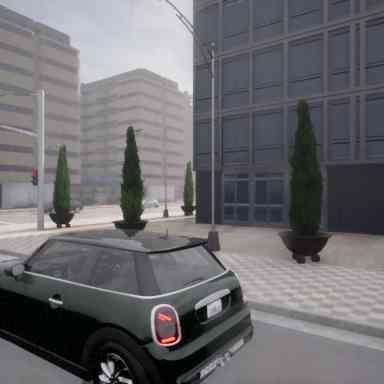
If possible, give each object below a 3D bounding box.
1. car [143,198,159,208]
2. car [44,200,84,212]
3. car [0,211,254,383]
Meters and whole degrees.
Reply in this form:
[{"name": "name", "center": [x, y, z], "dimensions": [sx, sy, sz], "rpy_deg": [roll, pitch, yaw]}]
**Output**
[{"name": "car", "center": [-6.543, 1.579, 46.663], "dimensions": [1.812, 1.442, 4.674], "rpy_deg": [0, 0, 35]}, {"name": "car", "center": [-14.093, 1.558, 35.981], "dimensions": [1.837, 1.490, 4.892], "rpy_deg": [0, 0, 35]}, {"name": "car", "center": [-1.472, 1.352, 5.043], "dimensions": [4.553, 1.767, 2.097], "rpy_deg": [0, 0, 35]}]
